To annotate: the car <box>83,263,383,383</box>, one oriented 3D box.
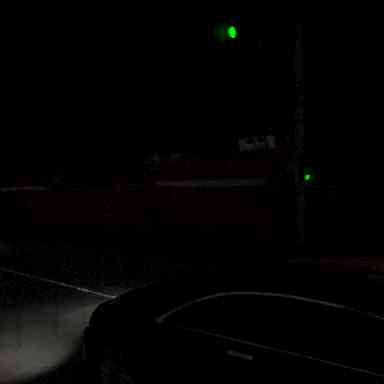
[{"bbox_3d":[0.924,1.516,3.334,4.892,1.490,1.837,0,0,35],"label":"car"}]
